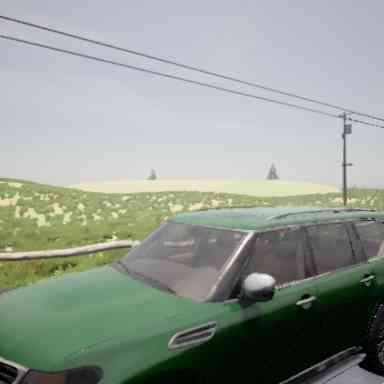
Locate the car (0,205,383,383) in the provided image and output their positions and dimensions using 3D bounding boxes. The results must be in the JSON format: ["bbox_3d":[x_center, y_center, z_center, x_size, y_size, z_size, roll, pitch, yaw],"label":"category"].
[{"bbox_3d":[0.562,1.221,4.024,5.566,2.045,2.150,0,0,-35],"label":"car"}]
